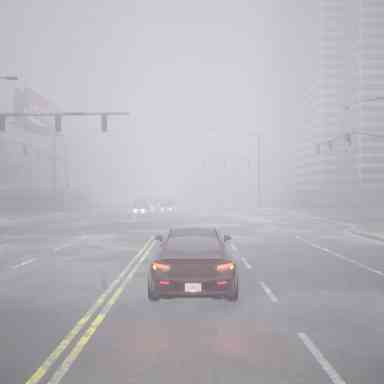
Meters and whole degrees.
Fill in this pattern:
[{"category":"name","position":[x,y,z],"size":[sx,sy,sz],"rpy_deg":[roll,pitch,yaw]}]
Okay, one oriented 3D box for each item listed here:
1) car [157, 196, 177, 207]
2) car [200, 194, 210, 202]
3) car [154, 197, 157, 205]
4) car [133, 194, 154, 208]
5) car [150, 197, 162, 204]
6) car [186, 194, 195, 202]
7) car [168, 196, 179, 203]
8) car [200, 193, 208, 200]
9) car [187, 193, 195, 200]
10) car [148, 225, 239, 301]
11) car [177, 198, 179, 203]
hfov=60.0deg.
[{"category":"car","position":[-3.814,1.583,51.051],"size":[1.994,1.385,4.181],"rpy_deg":[0,0,0]},{"category":"car","position":[3.163,1.544,78.012],"size":[2.128,1.511,4.902],"rpy_deg":[0,0,0]},{"category":"car","position":[-7.332,1.622,57.713],"size":[1.895,1.301,4.718],"rpy_deg":[0,0,0]},{"category":"car","position":[-7.305,1.509,48.442],"size":[2.128,1.511,4.902],"rpy_deg":[0,0,0]},{"category":"car","position":[-7.303,1.626,68.013],"size":[1.895,1.301,4.718],"rpy_deg":[0,0,0]},{"category":"car","position":[-0.339,1.613,78.379],"size":[1.895,1.301,4.718],"rpy_deg":[0,0,0]},{"category":"car","position":[-3.801,1.578,69.837],"size":[1.994,1.385,4.181],"rpy_deg":[0,0,0]},{"category":"car","position":[3.117,1.217,88.300],"size":[2.097,1.767,4.553],"rpy_deg":[0,0,0]},{"category":"car","position":[-0.383,1.217,88.284],"size":[2.097,1.767,4.553],"rpy_deg":[0,0,0]},{"category":"car","position":[0.029,1.529,8.203],"size":[1.812,1.442,4.674],"rpy_deg":[0,0,0]},{"category":"car","position":[-3.832,1.548,59.828],"size":[1.812,1.442,4.674],"rpy_deg":[0,0,0]}]
